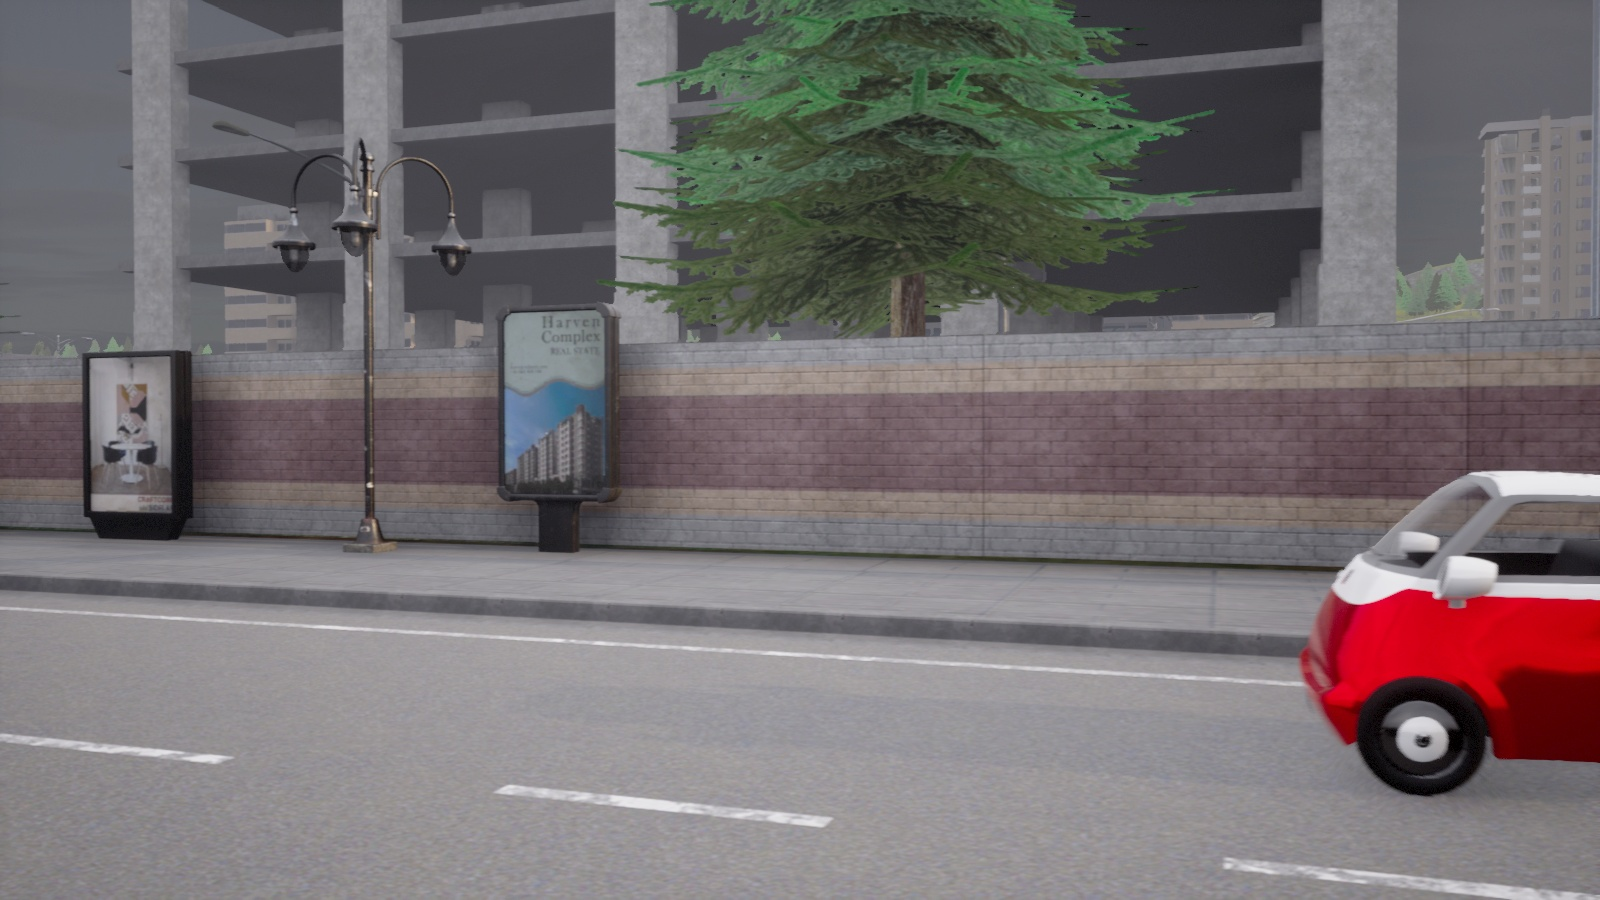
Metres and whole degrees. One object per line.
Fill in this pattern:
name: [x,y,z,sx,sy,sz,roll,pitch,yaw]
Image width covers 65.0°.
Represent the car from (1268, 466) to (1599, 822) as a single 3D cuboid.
car: [3.387,0.803,5.788,2.207,1.376,1.481,1,1,18]
